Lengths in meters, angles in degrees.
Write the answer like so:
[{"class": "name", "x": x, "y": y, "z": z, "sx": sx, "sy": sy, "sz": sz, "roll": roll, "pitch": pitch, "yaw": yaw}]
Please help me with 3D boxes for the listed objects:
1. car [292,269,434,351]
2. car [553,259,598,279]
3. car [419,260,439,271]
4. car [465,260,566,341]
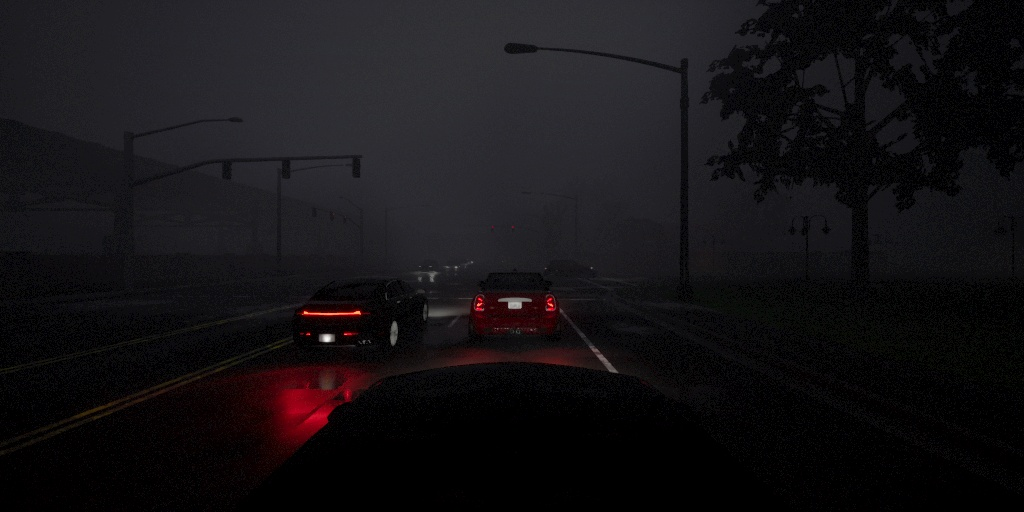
[{"class": "car", "x": -3.421, "y": 1.255, "z": 8.997, "sx": 1.837, "sy": 1.490, "sz": 4.892, "roll": 0, "pitch": 0, "yaw": -1}, {"class": "car", "x": 5.157, "y": 1.089, "z": 31.365, "sx": 4.553, "sy": 1.767, "sz": 2.097, "roll": 0, "pitch": 0, "yaw": 12}, {"class": "car", "x": -10.622, "y": 1.211, "z": 46.132, "sx": 1.837, "sy": 1.490, "sz": 4.892, "roll": 0, "pitch": 0, "yaw": 0}, {"class": "car", "x": 0.075, "y": 1.102, "z": 9.990, "sx": 2.097, "sy": 1.767, "sz": 4.553, "roll": 0, "pitch": 0, "yaw": 0}]
